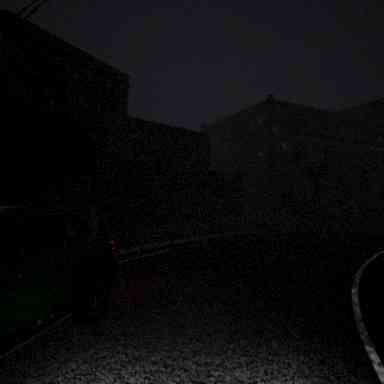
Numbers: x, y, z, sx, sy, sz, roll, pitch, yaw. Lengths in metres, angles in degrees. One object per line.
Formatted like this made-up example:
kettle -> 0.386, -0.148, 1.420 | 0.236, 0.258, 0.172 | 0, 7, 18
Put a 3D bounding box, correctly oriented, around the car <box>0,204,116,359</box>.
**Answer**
car -> -3.042, 1.218, 4.481 | 2.150, 2.045, 5.566 | 0, -1, 14
